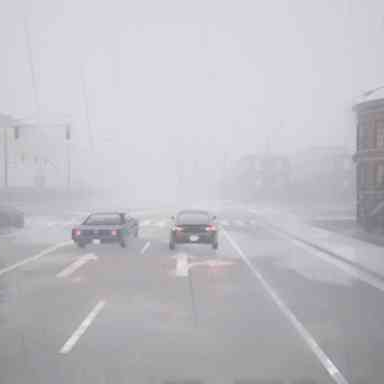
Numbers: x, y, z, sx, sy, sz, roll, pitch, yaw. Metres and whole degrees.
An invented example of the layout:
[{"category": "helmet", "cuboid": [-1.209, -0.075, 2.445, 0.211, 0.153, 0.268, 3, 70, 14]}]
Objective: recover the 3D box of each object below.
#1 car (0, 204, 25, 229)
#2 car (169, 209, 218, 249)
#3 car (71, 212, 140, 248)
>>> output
[{"category": "car", "cuboid": [-10.560, 1.383, 17.485, 1.812, 1.442, 4.674, 0, 0, 0]}, {"category": "car", "cuboid": [0.063, 1.413, 13.770, 1.812, 1.442, 4.674, 0, 0, 0]}, {"category": "car", "cuboid": [-3.437, 1.485, 14.194, 1.895, 1.301, 4.718, 0, 0, 0]}]
